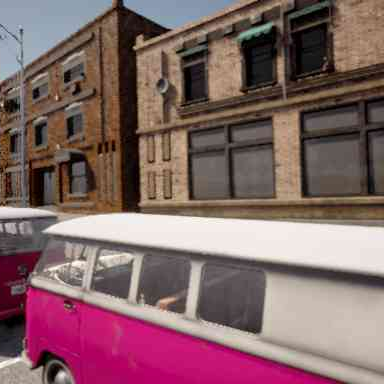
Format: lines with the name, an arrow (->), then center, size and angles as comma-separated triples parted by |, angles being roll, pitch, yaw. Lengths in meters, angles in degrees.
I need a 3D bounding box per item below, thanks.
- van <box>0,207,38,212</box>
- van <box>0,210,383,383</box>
van -> -4.442, 1.256, 6.487 | 4.442, 1.987, 1.878 | 0, 0, 36
van -> 0.073, 1.255, 3.265 | 4.442, 1.987, 1.878 | 0, 0, 36
